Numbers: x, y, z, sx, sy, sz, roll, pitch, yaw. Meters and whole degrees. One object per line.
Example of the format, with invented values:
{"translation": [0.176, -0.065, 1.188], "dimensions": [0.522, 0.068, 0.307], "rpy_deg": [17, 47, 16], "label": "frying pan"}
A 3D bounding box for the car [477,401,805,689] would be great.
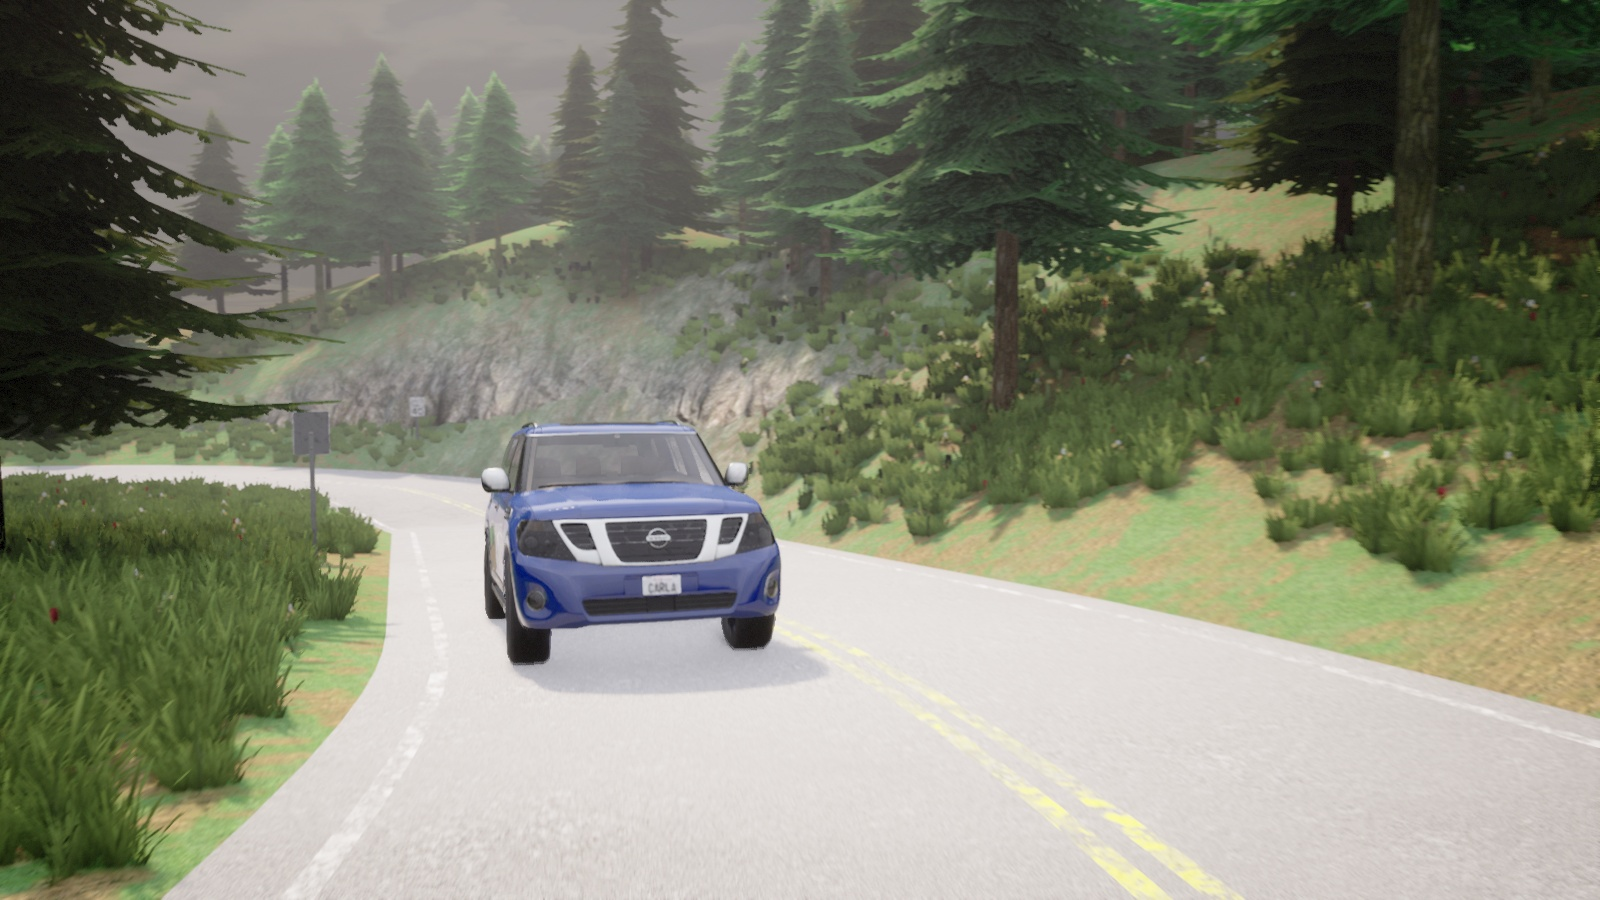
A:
{"translation": [-1.834, 0.728, 12.062], "dimensions": [2.150, 2.045, 5.566], "rpy_deg": [-2, -1, -17], "label": "car"}
